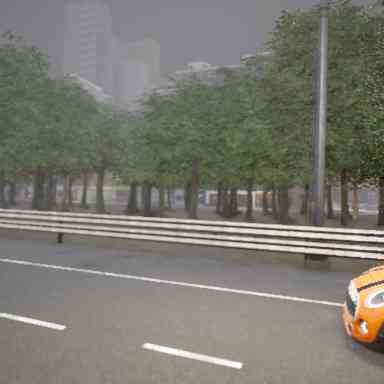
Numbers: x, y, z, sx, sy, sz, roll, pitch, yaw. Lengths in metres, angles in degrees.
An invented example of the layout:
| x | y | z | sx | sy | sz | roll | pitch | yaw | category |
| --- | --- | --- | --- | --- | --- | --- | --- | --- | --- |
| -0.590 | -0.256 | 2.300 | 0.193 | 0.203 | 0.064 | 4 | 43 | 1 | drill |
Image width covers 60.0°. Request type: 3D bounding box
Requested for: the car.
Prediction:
| x | y | z | sx | sy | sz | roll | pitch | yaw | category |
| --- | --- | --- | --- | --- | --- | --- | --- | --- | --- |
| 4.714 | 1.569 | 4.805 | 4.553 | 1.767 | 2.097 | 1 | -1 | 21 | car |
